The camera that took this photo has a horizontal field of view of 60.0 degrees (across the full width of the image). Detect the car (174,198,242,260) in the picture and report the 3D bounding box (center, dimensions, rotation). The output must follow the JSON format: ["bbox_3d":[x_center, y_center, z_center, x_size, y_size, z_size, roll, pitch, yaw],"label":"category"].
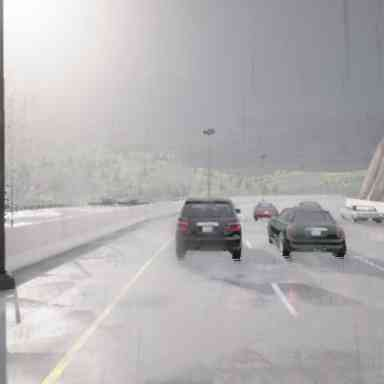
[{"bbox_3d":[0.685,1.220,12.635,2.150,2.045,5.566,0,0,5],"label":"car"}]

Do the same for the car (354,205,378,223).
[{"bbox_3d":[12.823,1.624,25.436,1.895,1.301,4.718,0,0,9],"label":"car"}]

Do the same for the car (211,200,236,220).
[{"bbox_3d":[2.812,1.527,29.070,1.812,1.442,4.674,0,0,10],"label":"car"}]

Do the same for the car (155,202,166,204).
[{"bbox_3d":[-3.256,1.479,50.010,2.128,1.511,4.902,0,0,16],"label":"car"}]

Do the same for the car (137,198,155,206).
[{"bbox_3d":[-6.871,1.543,50.093,1.994,1.385,4.181,0,0,16],"label":"car"}]

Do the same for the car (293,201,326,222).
[{"bbox_3d":[9.674,1.520,27.693,1.837,1.490,4.892,0,0,10],"label":"car"}]

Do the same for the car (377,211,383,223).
[{"bbox_3d":[7.459,1.491,9.280,1.882,1.535,5.008,0,0,4],"label":"car"}]

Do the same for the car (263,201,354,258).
[{"bbox_3d":[4.256,1.360,13.037,2.097,1.767,4.553,0,0,5],"label":"car"}]

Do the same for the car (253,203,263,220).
[{"bbox_3d":[6.222,1.573,28.232,1.994,1.385,4.181,0,0,10],"label":"car"}]
